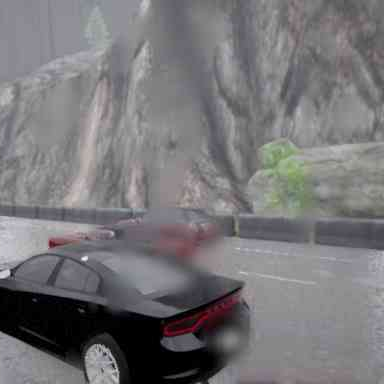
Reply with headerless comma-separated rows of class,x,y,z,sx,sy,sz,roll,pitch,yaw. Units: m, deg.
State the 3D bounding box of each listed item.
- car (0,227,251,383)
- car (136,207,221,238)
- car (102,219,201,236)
car,-1.582,1.491,5.121,5.008,1.535,1.882,0,0,35
car,-1.165,1.376,13.421,4.553,1.767,2.097,0,0,36
car,-2.284,1.623,9.921,4.718,1.301,1.895,0,0,36
